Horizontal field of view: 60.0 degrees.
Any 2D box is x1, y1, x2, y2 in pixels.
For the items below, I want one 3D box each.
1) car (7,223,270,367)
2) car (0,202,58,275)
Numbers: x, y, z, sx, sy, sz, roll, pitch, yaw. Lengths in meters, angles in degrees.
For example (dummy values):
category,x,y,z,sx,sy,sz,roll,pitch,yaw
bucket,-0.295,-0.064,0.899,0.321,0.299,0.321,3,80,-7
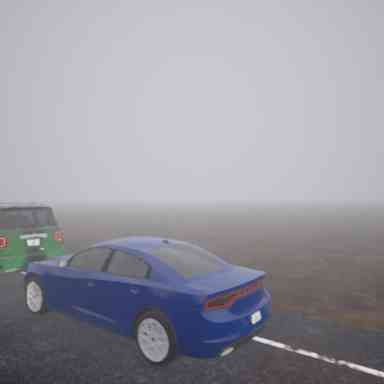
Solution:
category,x,y,z,sx,sy,sz,roll,pitch,yaw
car,-1.116,1.554,6.010,5.008,1.535,1.882,0,-1,37
car,-5.958,1.315,9.616,5.566,2.045,2.150,0,-1,37
